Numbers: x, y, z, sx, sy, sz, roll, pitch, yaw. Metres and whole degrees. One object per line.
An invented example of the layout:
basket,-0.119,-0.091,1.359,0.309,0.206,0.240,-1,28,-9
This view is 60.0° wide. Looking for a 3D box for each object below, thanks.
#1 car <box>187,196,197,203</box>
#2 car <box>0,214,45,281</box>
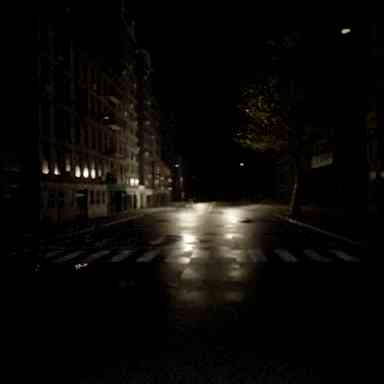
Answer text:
car,-0.006,1.991,79.245,2.150,2.045,5.566,-1,0,5
car,-5.688,1.518,8.312,2.097,1.767,4.553,-1,-1,5
